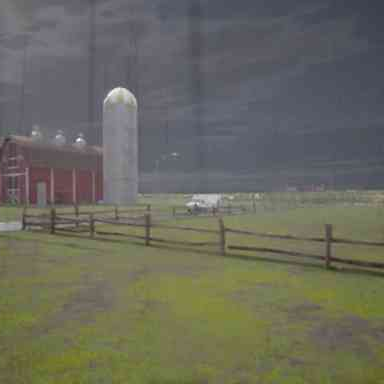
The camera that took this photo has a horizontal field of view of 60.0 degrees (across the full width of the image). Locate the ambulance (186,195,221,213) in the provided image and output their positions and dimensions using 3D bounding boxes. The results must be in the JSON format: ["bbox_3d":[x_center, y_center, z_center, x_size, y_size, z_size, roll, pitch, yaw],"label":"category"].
[{"bbox_3d":[1.655,1.639,46.753,2.351,2.431,6.366,0,-1,35],"label":"ambulance"}]
